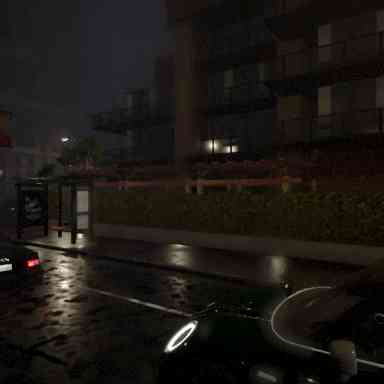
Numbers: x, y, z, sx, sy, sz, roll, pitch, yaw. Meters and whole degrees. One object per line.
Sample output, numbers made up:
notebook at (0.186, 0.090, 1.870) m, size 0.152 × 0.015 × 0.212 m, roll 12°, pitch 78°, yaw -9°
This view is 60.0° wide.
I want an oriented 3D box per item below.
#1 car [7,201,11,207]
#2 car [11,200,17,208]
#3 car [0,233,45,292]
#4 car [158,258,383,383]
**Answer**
car at (-24.563, 1.477, 49.090) m, size 1.882 × 1.535 × 5.008 m, roll 0°, pitch 0°, yaw 35°
car at (-22.065, 1.505, 46.547) m, size 1.837 × 1.490 × 4.892 m, roll 0°, pitch 0°, yaw 36°
car at (-5.735, 1.547, 8.039) m, size 5.357 × 1.411 × 2.033 m, roll 0°, pitch 0°, yaw 36°
car at (1.882, 1.352, 2.662) m, size 4.553 × 1.767 × 2.097 m, roll 0°, pitch 0°, yaw 35°
